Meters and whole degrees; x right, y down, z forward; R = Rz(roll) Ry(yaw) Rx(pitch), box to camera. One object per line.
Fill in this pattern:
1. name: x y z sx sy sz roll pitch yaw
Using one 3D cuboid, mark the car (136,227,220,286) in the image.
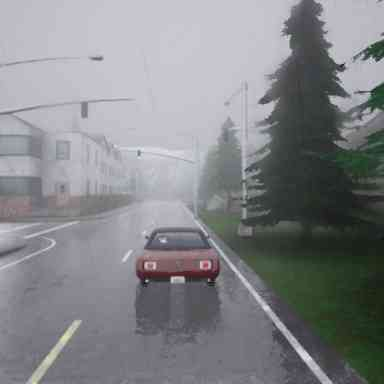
1. car: -0.404 1.654 9.537 1.895 1.301 4.718 0 0 -2
